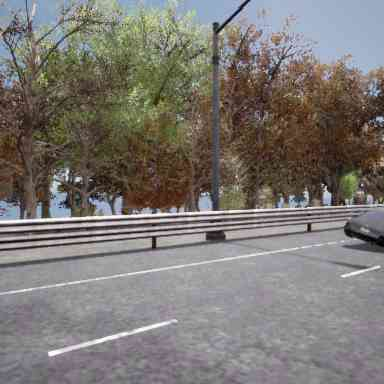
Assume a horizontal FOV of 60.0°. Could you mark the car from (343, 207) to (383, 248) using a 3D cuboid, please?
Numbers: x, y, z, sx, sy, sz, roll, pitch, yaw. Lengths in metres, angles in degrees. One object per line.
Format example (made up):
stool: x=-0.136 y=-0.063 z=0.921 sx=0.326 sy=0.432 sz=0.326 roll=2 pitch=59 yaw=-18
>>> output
car: x=8.242 y=1.412 z=13.834 sx=4.181 sy=1.385 sz=1.994 roll=0 pitch=13 yaw=-35
